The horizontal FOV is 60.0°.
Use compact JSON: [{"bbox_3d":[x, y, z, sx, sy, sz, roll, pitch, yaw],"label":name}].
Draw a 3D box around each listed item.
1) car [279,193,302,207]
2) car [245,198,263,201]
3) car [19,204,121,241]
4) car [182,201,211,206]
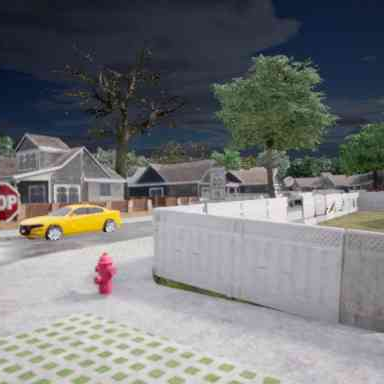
[{"bbox_3d":[11.737,0.906,40.152,2.097,1.767,4.553,-2,-1,37],"label":"car"},{"bbox_3d":[5.909,1.270,32.239,1.895,1.301,4.718,-2,-1,36],"label":"car"},{"bbox_3d":[-5.783,1.389,16.308,1.882,1.535,5.008,-2,-1,36],"label":"car"},{"bbox_3d":[0.289,1.347,24.582,1.994,1.385,4.181,-2,-1,36],"label":"car"}]
